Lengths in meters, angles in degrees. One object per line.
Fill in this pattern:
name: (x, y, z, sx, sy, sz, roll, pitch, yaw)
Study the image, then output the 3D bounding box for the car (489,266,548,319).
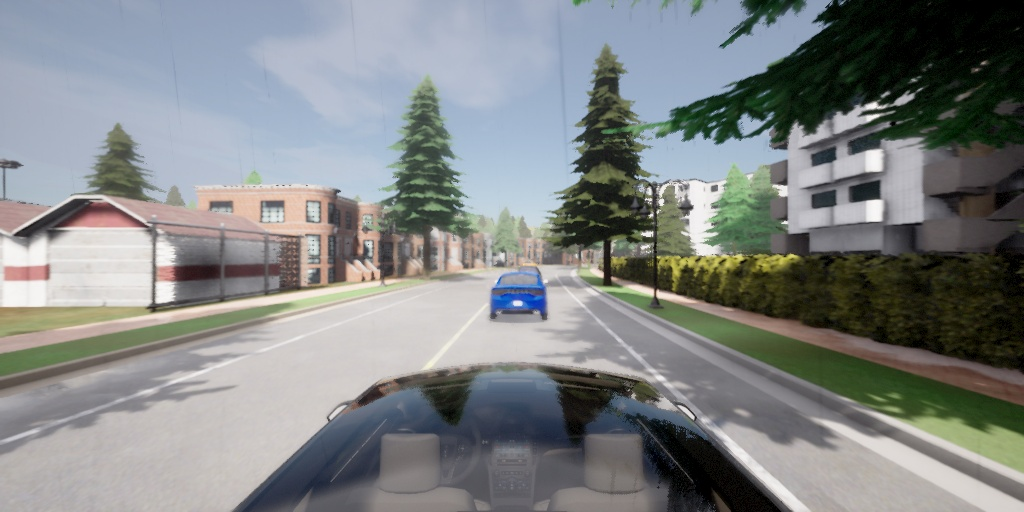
car: (0.319, 1.295, 13.229, 1.882, 1.535, 5.008, 0, 0, 4)

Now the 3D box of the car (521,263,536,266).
car: (1.278, 1.445, 26.962, 2.033, 1.411, 5.357, 0, 0, 6)

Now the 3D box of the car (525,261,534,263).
car: (2.785, 1.568, 59.943, 1.882, 1.535, 5.008, 0, 0, 13)
